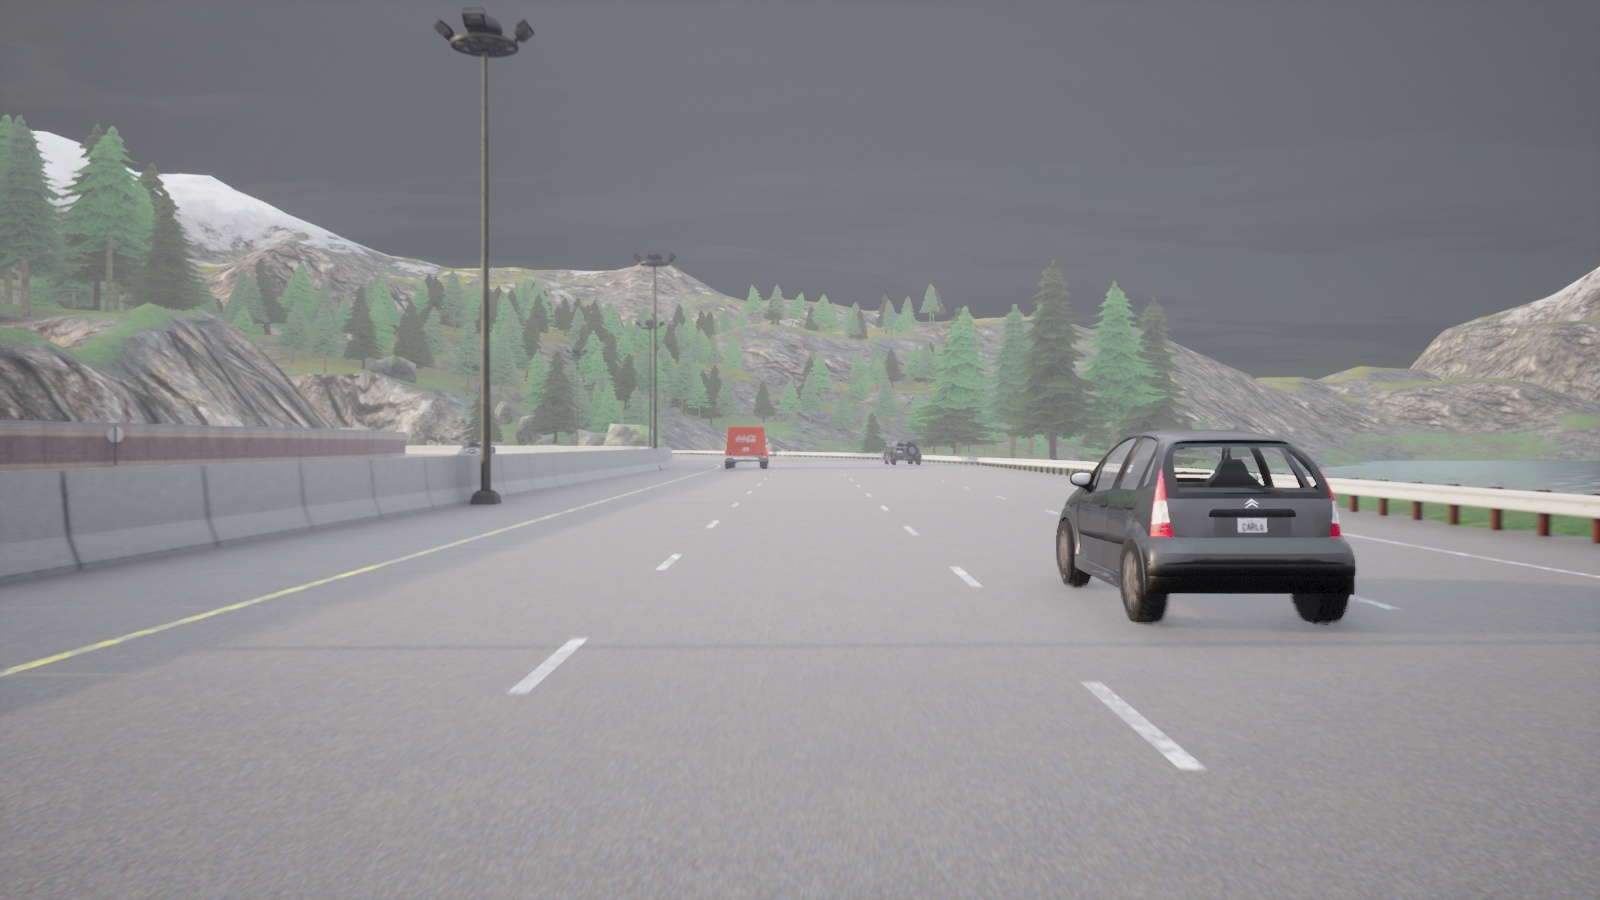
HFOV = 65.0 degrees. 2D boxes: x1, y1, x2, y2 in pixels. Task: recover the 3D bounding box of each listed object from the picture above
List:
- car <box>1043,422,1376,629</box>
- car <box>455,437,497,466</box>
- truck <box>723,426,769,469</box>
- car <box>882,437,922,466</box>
[{"bbox_3d":[3.584,0.582,11.815,1.851,1.617,3.988,0,0,0],"label":"car"},{"bbox_3d":[-21.065,0.089,81.817,1.932,1.855,4.605,0,0,-5],"label":"car"},{"bbox_3d":[-3.153,-0.162,74.483,2.627,2.467,5.204,0,0,-1],"label":"truck"},{"bbox_3d":[6.823,0.098,84.372,1.932,1.855,4.605,0,0,-5],"label":"car"}]
